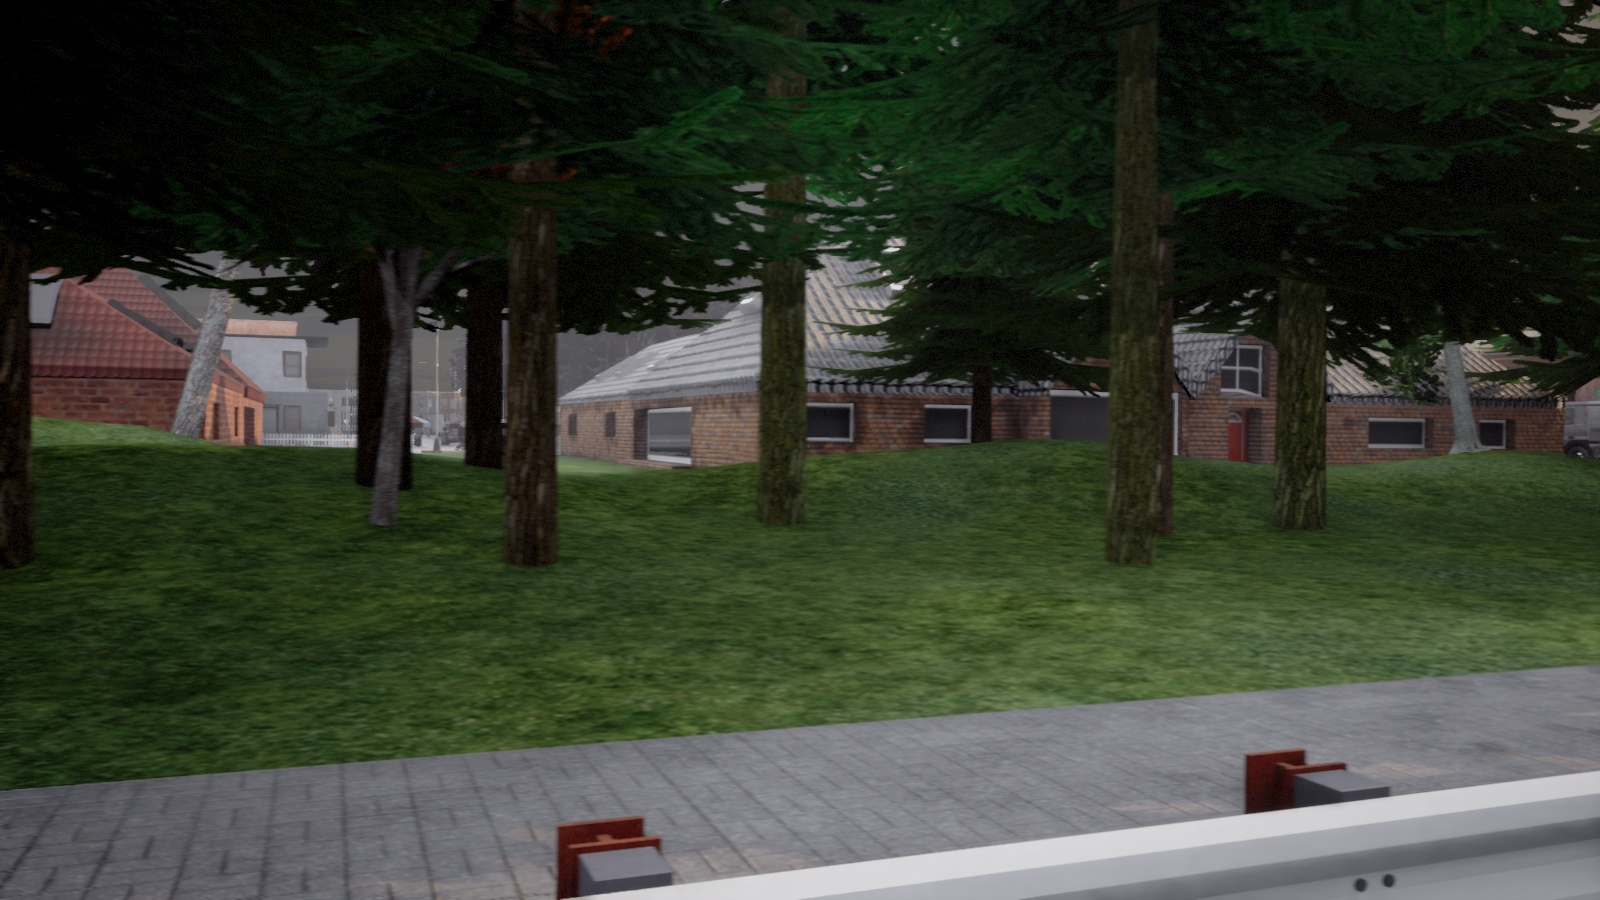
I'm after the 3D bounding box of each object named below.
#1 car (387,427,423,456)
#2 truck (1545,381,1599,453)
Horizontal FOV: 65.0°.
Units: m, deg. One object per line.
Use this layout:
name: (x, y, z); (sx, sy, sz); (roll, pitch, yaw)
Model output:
car: (-28.993, -0.666, 92.082); (2.150, 2.045, 5.566); (-1, 1, -21)
truck: (40.178, -1.592, 59.882); (2.891, 3.462, 7.936); (-1, 1, -21)
